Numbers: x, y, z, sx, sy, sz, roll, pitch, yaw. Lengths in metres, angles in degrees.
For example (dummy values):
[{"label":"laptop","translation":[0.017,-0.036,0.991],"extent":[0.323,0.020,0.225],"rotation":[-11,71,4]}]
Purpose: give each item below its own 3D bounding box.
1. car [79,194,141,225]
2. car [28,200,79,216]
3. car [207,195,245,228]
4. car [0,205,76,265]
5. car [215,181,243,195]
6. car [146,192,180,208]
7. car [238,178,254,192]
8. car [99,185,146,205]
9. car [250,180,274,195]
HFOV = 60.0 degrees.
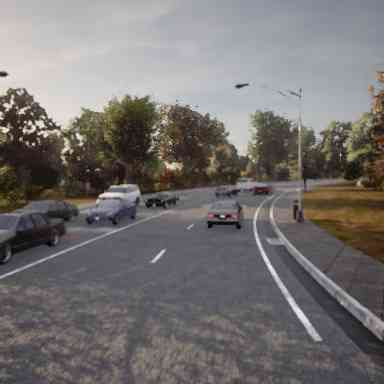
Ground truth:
[{"label":"car","translation":[-4.910,1.120,20.959],"extent":[1.812,1.442,4.674],"rotation":[0,2,11]},{"label":"car","translation":[-8.686,1.201,19.746],"extent":[2.033,1.411,5.357],"rotation":[0,2,10]},{"label":"car","translation":[2.010,1.177,19.239],"extent":[2.033,1.411,5.357],"rotation":[0,2,11]},{"label":"car","translation":[-6.311,1.421,11.635],"extent":[2.033,1.411,5.357],"rotation":[0,1,5]},{"label":"car","translation":[4.280,-0.134,40.680],"extent":[2.128,1.511,4.902],"rotation":[0,4,23]},{"label":"car","translation":[-2.689,0.703,30.747],"extent":[1.895,1.301,4.718],"rotation":[0,3,15]},{"label":"car","translation":[8.362,-1.066,50.048],"extent":[2.150,2.045,5.566],"rotation":[0,4,27]},{"label":"car","translation":[-6.460,0.403,30.124],"extent":[2.150,2.045,5.566],"rotation":[0,3,13]},{"label":"car","translation":[9.400,-0.434,43.451],"extent":[1.882,1.535,5.008],"rotation":[0,4,23]}]
